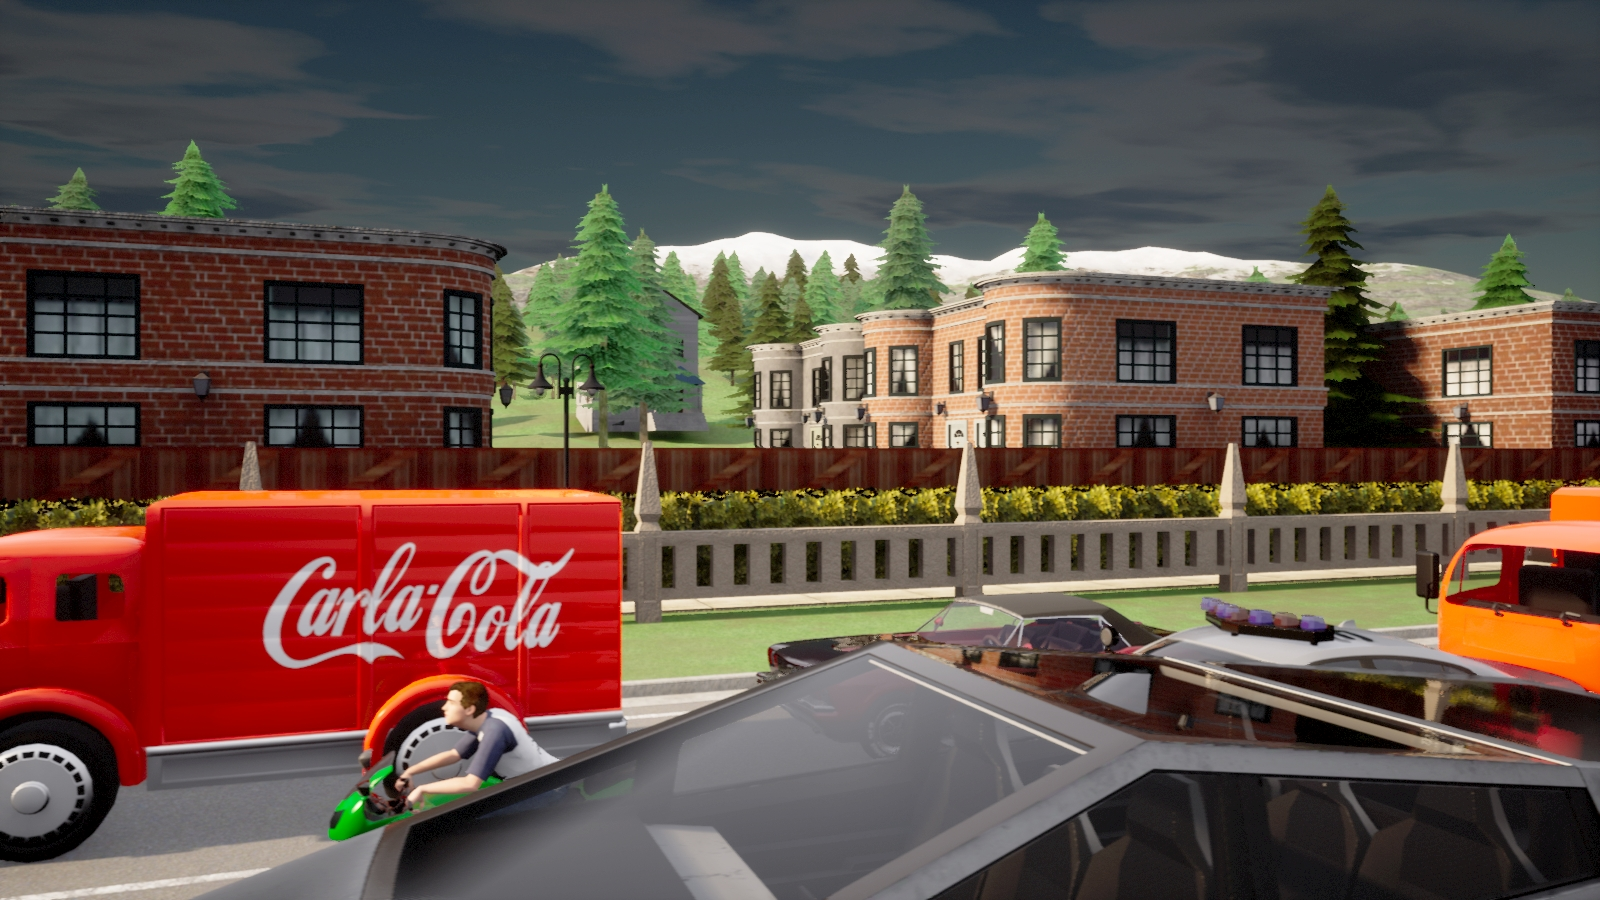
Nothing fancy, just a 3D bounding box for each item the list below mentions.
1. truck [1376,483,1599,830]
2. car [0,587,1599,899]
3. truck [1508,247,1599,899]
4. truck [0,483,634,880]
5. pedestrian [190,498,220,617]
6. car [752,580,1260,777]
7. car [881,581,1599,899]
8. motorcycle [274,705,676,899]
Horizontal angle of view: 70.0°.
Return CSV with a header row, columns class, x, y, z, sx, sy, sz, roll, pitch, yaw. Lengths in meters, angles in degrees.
class,x,y,z,sx,sy,sz,roll,pitch,yaw
truck,8.091,1.563,9.966,5.204,2.467,2.627,0,0,-20
car,1.000,1.752,3.664,6.274,2.098,2.390,0,0,-20
truck,8.342,0.885,6.328,8.468,3.827,2.891,0,0,-20
truck,-4.192,1.568,9.231,5.204,2.467,2.627,0,0,-20
pedestrian,-9.466,1.699,18.186,0.375,1.860,0.375,0,0,-20
car,2.052,2.152,11.494,4.718,1.301,1.895,0,0,-20
car,3.409,1.979,8.263,5.238,1.638,2.097,0,0,-20
motorcycle,-1.782,2.186,6.374,2.033,1.199,0.803,0,0,-20
